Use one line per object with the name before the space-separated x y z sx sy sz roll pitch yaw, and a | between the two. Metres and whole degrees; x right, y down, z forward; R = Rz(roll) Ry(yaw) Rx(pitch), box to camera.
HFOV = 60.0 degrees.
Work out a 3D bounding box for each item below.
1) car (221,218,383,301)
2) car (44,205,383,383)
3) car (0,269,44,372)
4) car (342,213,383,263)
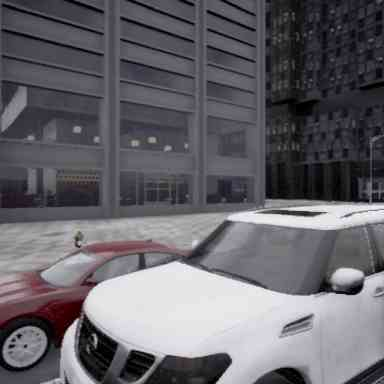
car | 3.103 1.547 8.903 4.507 1.381 1.887 0 0 -36
car | 1.360 1.224 4.231 5.566 2.045 2.150 0 0 -36
car | -1.383 1.553 5.677 4.507 1.381 1.887 0 0 -36
car | 7.589 1.542 12.129 4.507 1.381 1.887 0 0 -36
